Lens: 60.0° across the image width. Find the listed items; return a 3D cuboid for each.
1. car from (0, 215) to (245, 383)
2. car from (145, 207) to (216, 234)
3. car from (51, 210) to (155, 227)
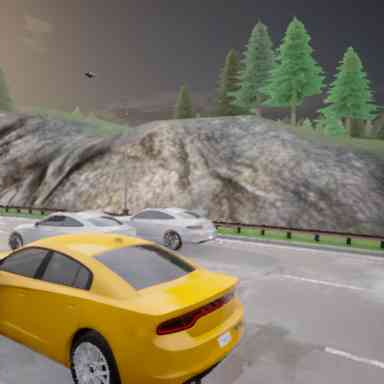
[{"bbox_3d":[-1.696,1.364,4.960,5.008,1.535,1.882,2,1,34],"label":"car"},{"bbox_3d":[-1.301,1.292,12.933,4.674,1.442,1.812,2,1,32],"label":"car"},{"bbox_3d":[-3.663,1.284,10.289,4.674,1.442,1.812,2,1,31],"label":"car"}]
